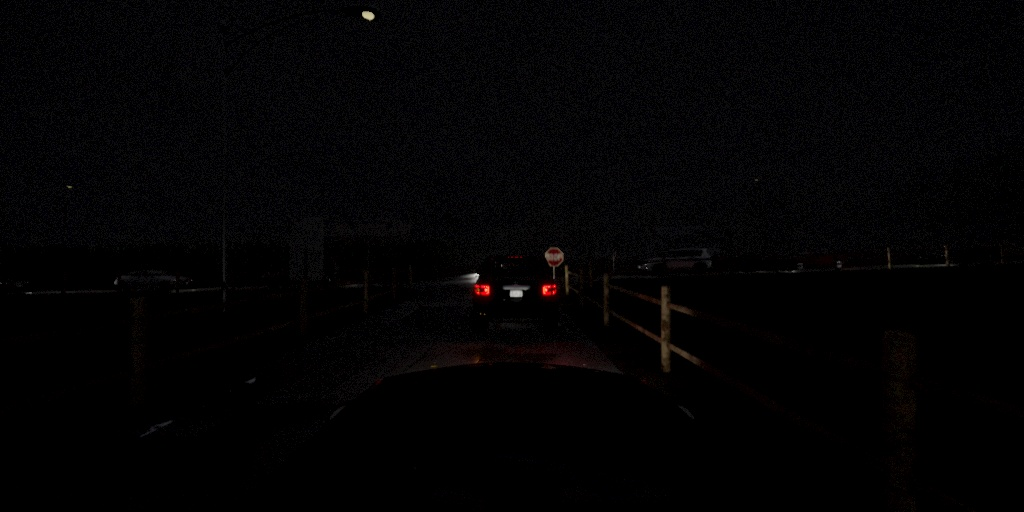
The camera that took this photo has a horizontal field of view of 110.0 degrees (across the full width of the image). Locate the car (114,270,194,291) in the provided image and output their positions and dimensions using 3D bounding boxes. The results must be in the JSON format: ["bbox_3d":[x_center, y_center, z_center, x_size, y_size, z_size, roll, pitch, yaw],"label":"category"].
[{"bbox_3d":[-25.671,1.742,25.763,4.674,1.442,1.812,-1,-2,0],"label":"car"}]

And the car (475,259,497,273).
[{"bbox_3d":[-2.935,1.114,41.217,2.128,1.511,4.902,0,0,0],"label":"car"}]

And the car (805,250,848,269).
[{"bbox_3d":[24.000,0.309,28.857,5.008,1.535,1.882,-2,-2,0],"label":"car"}]

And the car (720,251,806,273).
[{"bbox_3d":[17.937,0.568,25.957,4.718,1.301,1.895,-2,-2,1],"label":"car"}]

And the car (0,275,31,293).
[{"bbox_3d":[-37.772,1.947,25.747,4.902,1.511,2.128,-1,-2,0],"label":"car"}]

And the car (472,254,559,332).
[{"bbox_3d":[0.060,0.951,10.882,2.150,2.045,5.566,0,0,-1],"label":"car"}]

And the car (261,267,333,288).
[{"bbox_3d":[-15.436,1.524,25.791,4.674,1.442,1.812,-1,-2,0],"label":"car"}]

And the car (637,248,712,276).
[{"bbox_3d":[13.011,0.475,28.835,5.566,2.045,2.150,-2,-2,0],"label":"car"}]

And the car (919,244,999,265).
[{"bbox_3d":[35.861,-0.152,28.882,5.008,1.535,1.882,-2,-2,0],"label":"car"}]
